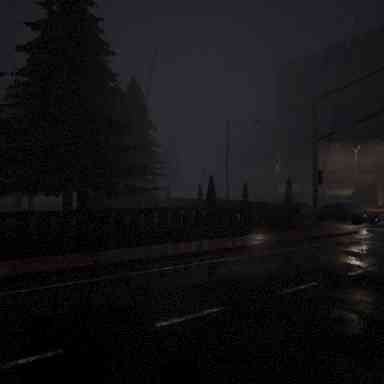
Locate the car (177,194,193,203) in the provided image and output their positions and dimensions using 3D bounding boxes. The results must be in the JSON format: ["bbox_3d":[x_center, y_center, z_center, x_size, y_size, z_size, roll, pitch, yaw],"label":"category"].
[{"bbox_3d":[-1.416,1.337,67.824,2.097,1.767,4.553,0,0,14],"label":"car"}]

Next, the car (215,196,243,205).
[{"bbox_3d":[3.389,1.470,35.149,1.812,1.442,4.674,0,0,-28],"label":"car"}]

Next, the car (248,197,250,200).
[{"bbox_3d":[9.921,1.492,68.114,2.033,1.411,5.357,0,0,19],"label":"car"}]

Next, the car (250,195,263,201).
[{"bbox_3d":[14.852,1.469,77.601,1.812,1.442,4.674,0,0,40],"label":"car"}]

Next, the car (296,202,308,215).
[{"bbox_3d":[10.590,1.545,30.181,1.895,1.301,4.718,0,0,-33],"label":"car"}]

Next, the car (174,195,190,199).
[{"bbox_3d":[-1.986,1.437,50.335,2.128,1.511,4.902,0,0,-7],"label":"car"}]

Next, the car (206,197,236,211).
[{"bbox_3d":[3.624,1.422,42.473,1.882,1.535,5.008,0,1,-20],"label":"car"}]

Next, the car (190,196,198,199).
[{"bbox_3d":[0.958,1.422,59.152,1.882,1.535,5.008,0,0,4],"label":"car"}]

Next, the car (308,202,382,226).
[{"bbox_3d":[10.632,1.471,23.073,1.812,1.442,4.674,0,0,-25],"label":"car"}]
